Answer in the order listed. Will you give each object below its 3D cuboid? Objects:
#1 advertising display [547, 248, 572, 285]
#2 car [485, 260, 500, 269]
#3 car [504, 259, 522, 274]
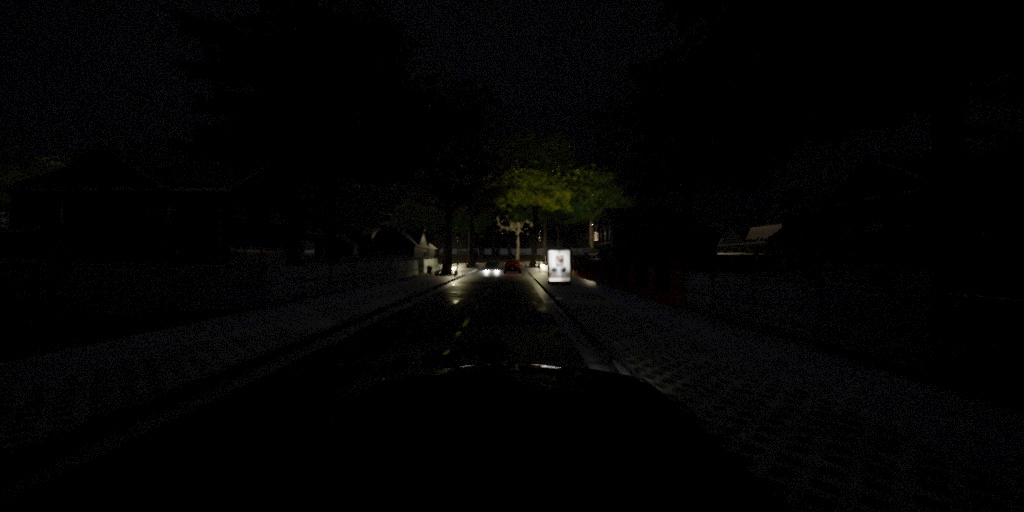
[{"bbox_3d":[3.018,0.755,22.783,1.540,2.440,0.280,0,0,0],"label":"advertising display"},{"bbox_3d":[-2.796,1.220,51.770,1.895,1.301,4.718,0,0,0],"label":"car"},{"bbox_3d":[0.082,1.155,40.596,1.882,1.535,5.008,0,0,1],"label":"car"}]
